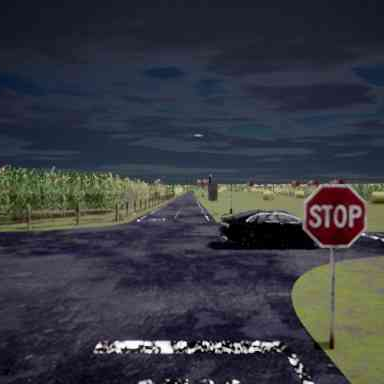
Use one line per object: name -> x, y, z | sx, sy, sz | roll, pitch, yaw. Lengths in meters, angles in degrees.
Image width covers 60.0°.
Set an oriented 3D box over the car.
car -> 3.567, 1.509, 13.952 | 4.902, 1.511, 2.128 | 0, 1, -1
